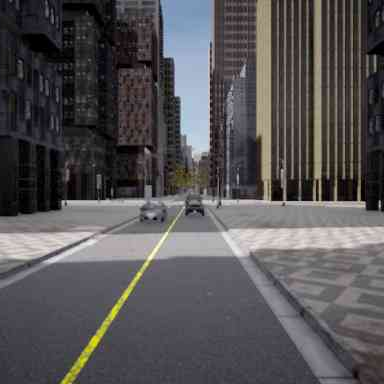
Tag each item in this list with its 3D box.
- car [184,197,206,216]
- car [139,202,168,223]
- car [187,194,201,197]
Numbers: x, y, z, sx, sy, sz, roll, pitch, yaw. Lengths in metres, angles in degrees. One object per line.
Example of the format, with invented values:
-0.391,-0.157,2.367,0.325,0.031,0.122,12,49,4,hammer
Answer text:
0.288,1.575,33.485,1.837,1.490,4.892,0,0,0,car
-2.943,1.548,26.349,2.128,1.511,4.902,0,0,0,car
0.281,1.309,43.759,2.150,2.045,5.566,0,0,2,car
